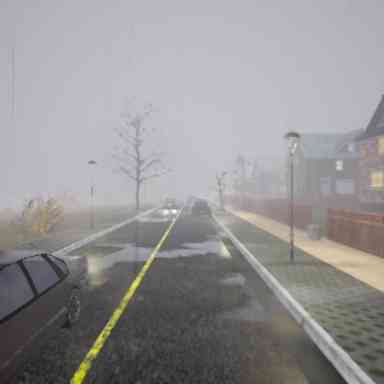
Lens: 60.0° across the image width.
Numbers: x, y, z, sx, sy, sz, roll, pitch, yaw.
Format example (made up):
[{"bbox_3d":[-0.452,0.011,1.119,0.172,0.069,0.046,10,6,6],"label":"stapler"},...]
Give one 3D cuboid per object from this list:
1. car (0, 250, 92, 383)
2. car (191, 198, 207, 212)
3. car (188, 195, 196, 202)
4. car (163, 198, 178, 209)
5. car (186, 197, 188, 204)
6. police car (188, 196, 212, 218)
[{"bbox_3d":[-2.853,1.548,4.237,2.033,1.411,5.357,0,0,0],"label":"car"},{"bbox_3d":[0.809,1.546,40.382,1.812,1.442,4.674,0,0,0],"label":"car"},{"bbox_3d":[-0.031,1.452,78.211,1.812,1.442,4.674,0,0,0],"label":"car"},{"bbox_3d":[-2.852,1.515,45.135,2.128,1.511,4.902,0,0,0],"label":"car"},{"bbox_3d":[-0.026,1.409,64.987,2.097,1.767,4.553,0,0,0],"label":"car"},{"bbox_3d":[0.812,1.437,30.492,1.930,1.638,5.238,0,0,0],"label":"police car"}]
